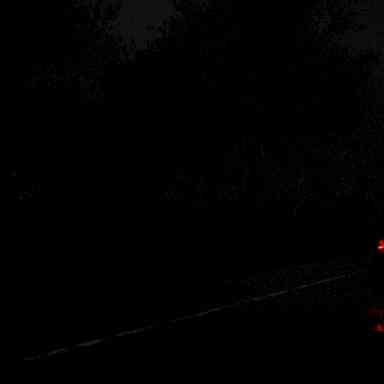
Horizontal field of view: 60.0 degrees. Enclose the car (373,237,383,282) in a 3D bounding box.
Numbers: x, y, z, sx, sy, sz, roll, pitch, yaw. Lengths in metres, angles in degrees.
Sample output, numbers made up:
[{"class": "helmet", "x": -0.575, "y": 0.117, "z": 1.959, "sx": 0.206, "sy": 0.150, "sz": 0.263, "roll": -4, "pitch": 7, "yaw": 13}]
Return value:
[{"class": "car", "x": 6.630, "y": 1.354, "z": 8.472, "sx": 4.553, "sy": 1.767, "sz": 2.097, "roll": 0, "pitch": 0, "yaw": -36}]
